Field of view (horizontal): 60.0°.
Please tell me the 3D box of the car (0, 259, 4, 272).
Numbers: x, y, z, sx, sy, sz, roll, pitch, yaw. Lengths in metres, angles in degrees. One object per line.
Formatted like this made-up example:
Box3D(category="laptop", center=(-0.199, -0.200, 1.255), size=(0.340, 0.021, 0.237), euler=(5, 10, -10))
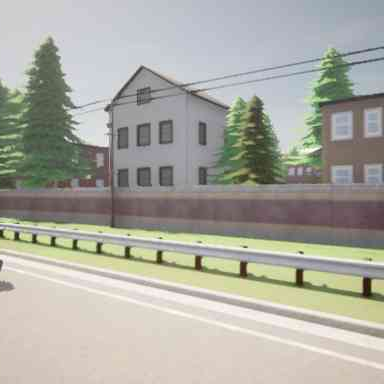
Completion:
Box3D(category="car", center=(-7.223, 1.576, 9.102), size=(5.357, 1.411, 2.033), euler=(0, 0, 36))
